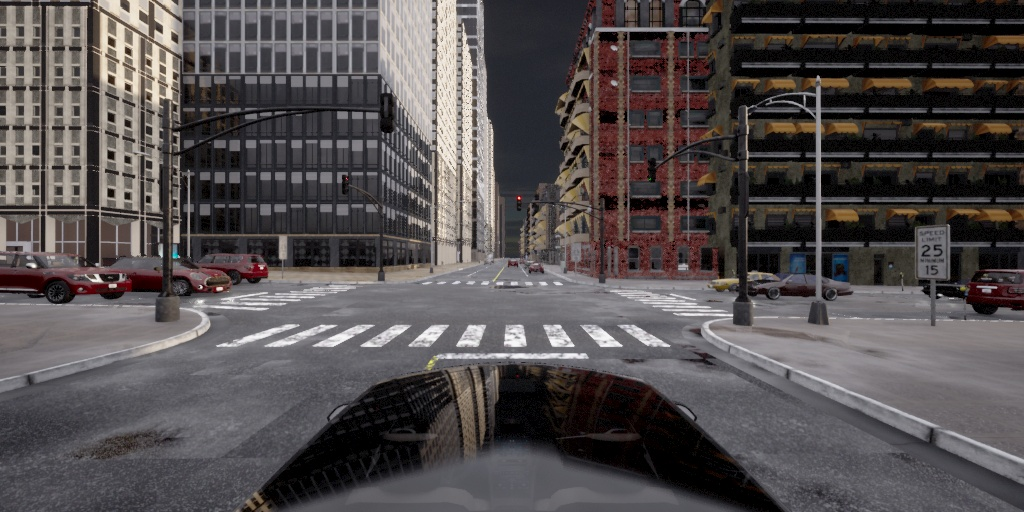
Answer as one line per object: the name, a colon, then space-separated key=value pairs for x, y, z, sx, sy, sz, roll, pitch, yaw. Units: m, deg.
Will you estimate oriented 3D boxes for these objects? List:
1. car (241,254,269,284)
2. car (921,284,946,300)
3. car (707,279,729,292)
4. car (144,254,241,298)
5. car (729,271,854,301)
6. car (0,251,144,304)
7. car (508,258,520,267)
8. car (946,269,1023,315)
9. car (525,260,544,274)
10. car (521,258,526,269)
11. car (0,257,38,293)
car: x=-17.681 y=0.776 z=21.848 sx=5.009 sy=1.841 sz=2.192 roll=0 pitch=0 yaw=0
car: x=25.563 y=1.851 z=19.571 sx=4.718 sy=1.301 sz=1.895 roll=1 pitch=0 yaw=0
car: x=14.660 y=1.587 z=22.083 sx=4.829 sy=1.417 sz=1.751 roll=0 pitch=0 yaw=0
car: x=-15.348 y=0.841 z=16.076 sx=4.553 sy=1.767 sz=2.097 roll=1 pitch=0 yaw=0
car: x=15.259 y=1.610 z=19.496 sx=5.357 sy=1.411 sz=2.033 roll=1 pitch=0 yaw=0
car: x=-17.558 y=0.757 z=13.469 sx=5.009 sy=1.841 sz=2.192 roll=0 pitch=0 yaw=0
car: x=0.191 y=1.252 z=65.093 sx=1.882 sy=1.535 sz=5.008 roll=0 pitch=0 yaw=0
car: x=20.616 y=1.461 z=13.778 sx=5.009 sy=1.841 sz=2.192 roll=0 pitch=0 yaw=0
car: x=2.799 y=1.341 z=41.798 sx=1.802 sy=1.307 sz=4.207 roll=0 pitch=0 yaw=0
car: x=2.767 y=1.317 z=54.715 sx=2.007 sy=1.370 sz=4.403 roll=0 pitch=0 yaw=0
car: x=-24.941 y=0.789 z=16.009 sx=5.008 sy=1.535 sz=1.882 roll=1 pitch=0 yaw=-1
